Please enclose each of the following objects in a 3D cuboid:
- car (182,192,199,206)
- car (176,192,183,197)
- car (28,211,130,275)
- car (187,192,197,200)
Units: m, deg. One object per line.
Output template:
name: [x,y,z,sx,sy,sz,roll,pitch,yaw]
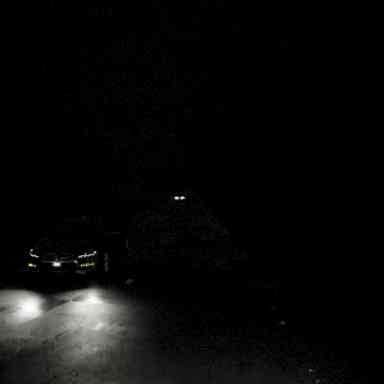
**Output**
car: [0.030,1.021,43.910,2.033,1.411,5.357,0,1,0]
car: [-3.141,0.642,84.335,1.895,1.301,4.718,0,1,0]
car: [-3.118,1.387,10.079,1.837,1.490,4.892,0,1,0]
car: [-0.021,0.724,64.211,1.882,1.535,5.008,0,1,0]
